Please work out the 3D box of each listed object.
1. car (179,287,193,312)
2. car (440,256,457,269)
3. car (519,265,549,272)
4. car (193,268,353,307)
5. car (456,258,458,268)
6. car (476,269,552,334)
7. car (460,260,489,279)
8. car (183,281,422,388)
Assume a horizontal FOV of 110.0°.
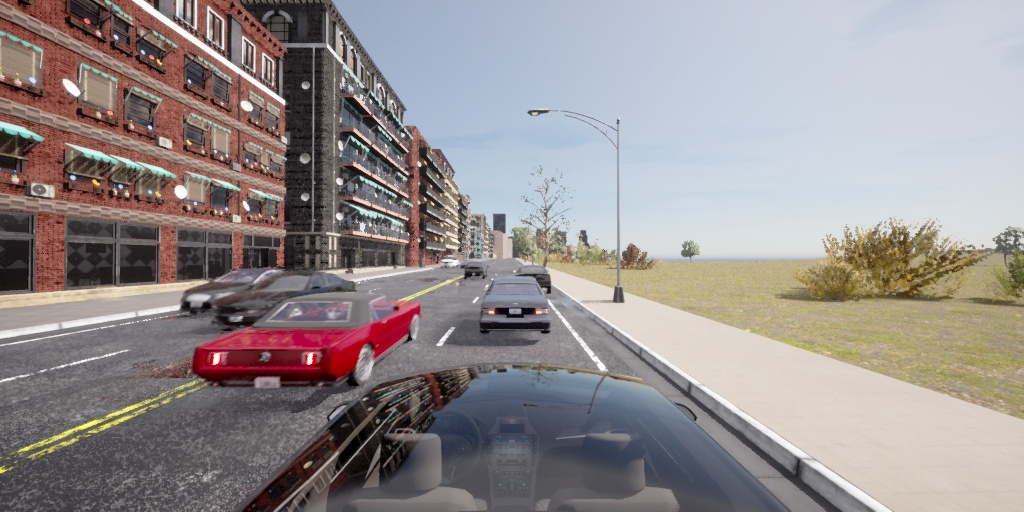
[{"bbox_3d":[-9.868,1.243,13.664,2.128,1.511,4.902,0,0,0],"label":"car"},{"bbox_3d":[-9.920,0.971,56.873,2.150,2.045,5.566,0,0,0],"label":"car"},{"bbox_3d":[1.109,1.230,20.396,1.882,1.535,5.008,0,0,0],"label":"car"},{"bbox_3d":[-6.614,1.229,11.066,1.882,1.535,5.008,0,0,0],"label":"car"},{"bbox_3d":[-6.672,1.297,53.935,2.033,1.411,5.357,0,0,0],"label":"car"},{"bbox_3d":[0.089,1.299,10.632,2.033,1.411,5.357,0,0,0],"label":"car"},{"bbox_3d":[-3.194,1.257,32.377,1.837,1.490,4.892,0,0,0],"label":"car"},{"bbox_3d":[-3.161,1.351,6.857,1.895,1.301,4.718,0,0,0],"label":"car"}]
